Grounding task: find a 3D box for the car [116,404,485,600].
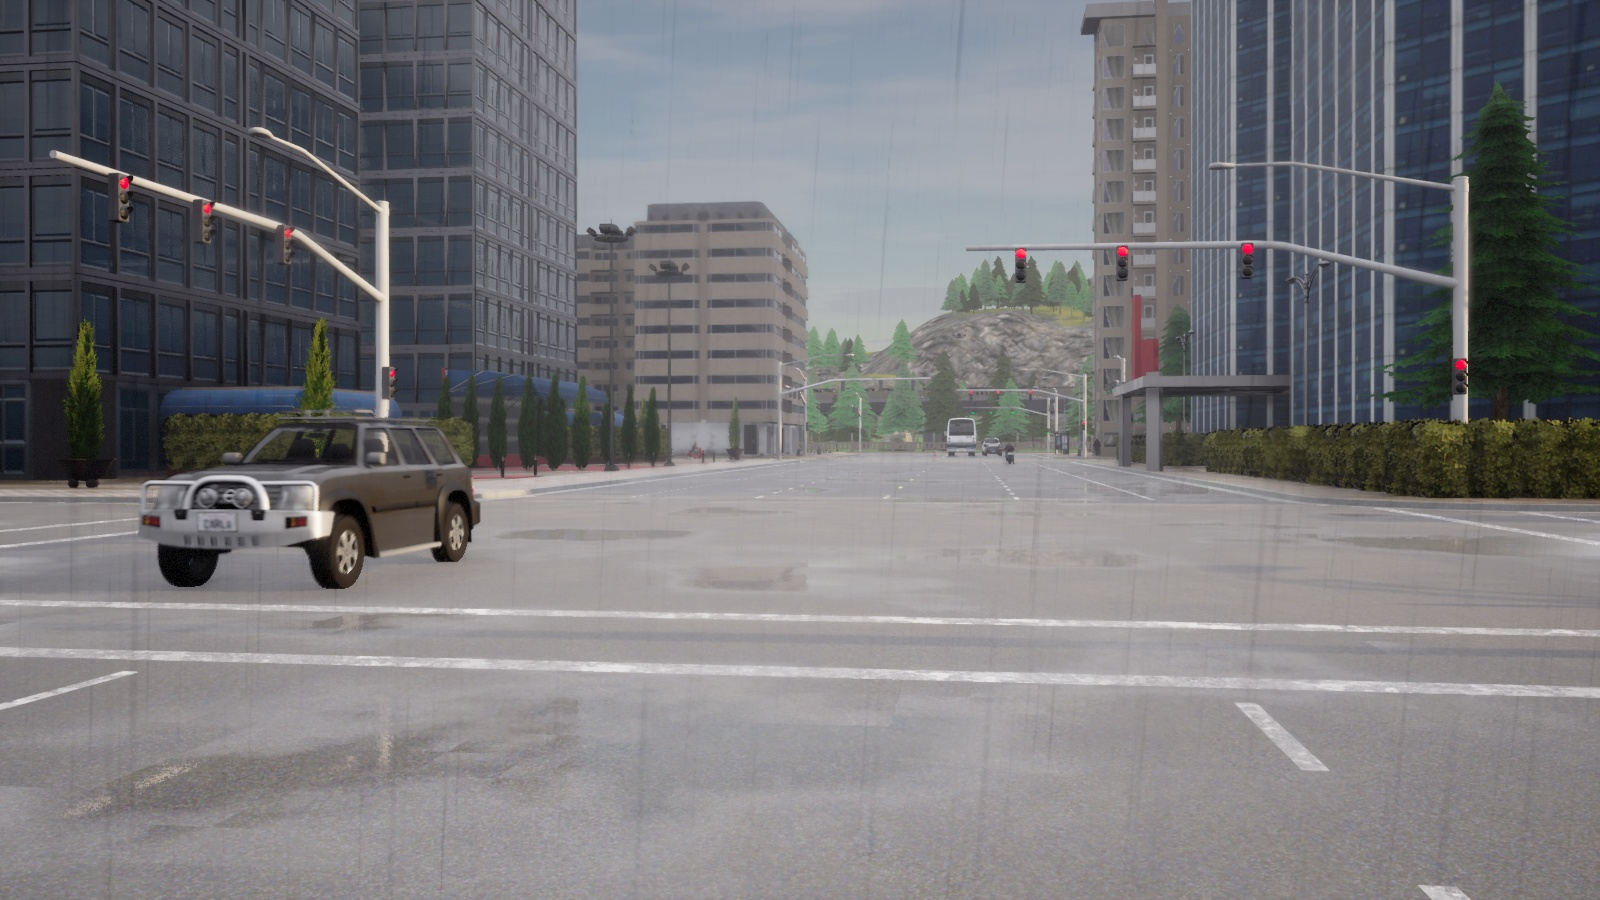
[{"bbox_3d":[-5.366,0.478,14.299,1.932,1.855,4.605,0,0,7],"label":"car"}]
